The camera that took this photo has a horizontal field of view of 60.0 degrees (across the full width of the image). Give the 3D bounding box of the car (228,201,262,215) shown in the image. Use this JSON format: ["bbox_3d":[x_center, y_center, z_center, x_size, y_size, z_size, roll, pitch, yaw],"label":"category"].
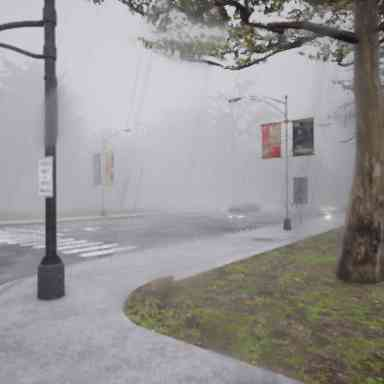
[{"bbox_3d":[6.075,1.781,37.751,2.033,1.411,5.357,-1,-1,36],"label":"car"}]

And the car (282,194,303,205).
[{"bbox_3d":[15.672,1.336,50.825,2.150,2.045,5.566,-1,-1,36],"label":"car"}]
